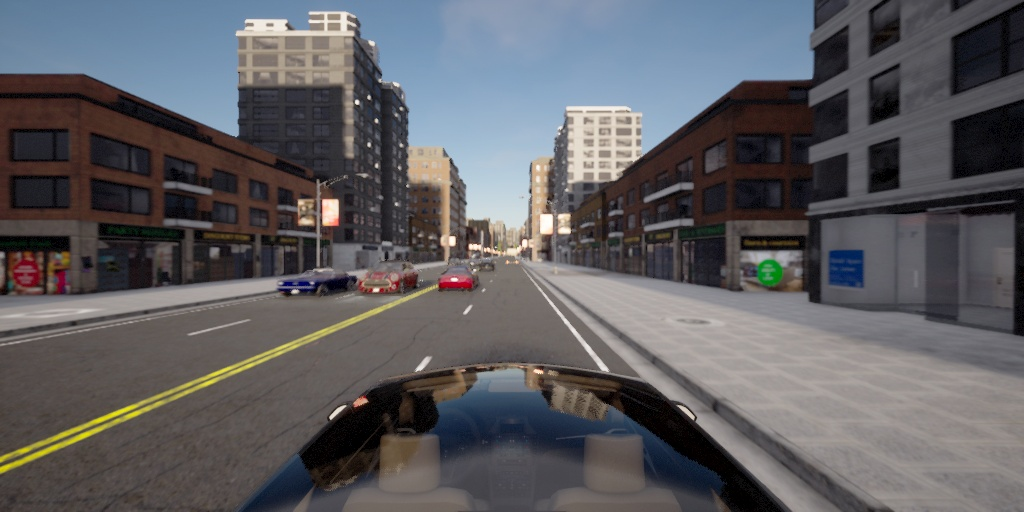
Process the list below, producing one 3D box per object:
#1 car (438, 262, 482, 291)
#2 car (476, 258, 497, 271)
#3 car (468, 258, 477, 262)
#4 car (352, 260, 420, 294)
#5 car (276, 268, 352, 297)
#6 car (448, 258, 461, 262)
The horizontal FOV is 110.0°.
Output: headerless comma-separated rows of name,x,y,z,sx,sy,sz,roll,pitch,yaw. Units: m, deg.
car,-3.140,1.268,21.608,1.994,1.385,4.181,0,0,0
car,-3.123,1.153,46.283,1.837,1.490,4.892,0,0,0
car,-6.506,1.109,60.942,2.128,1.511,4.902,0,0,1
car,-6.587,1.061,19.631,2.097,1.767,4.553,0,0,0
car,-9.840,1.313,18.504,1.895,1.301,4.718,0,0,0
car,-9.752,1.121,60.929,1.837,1.490,4.892,0,0,1
